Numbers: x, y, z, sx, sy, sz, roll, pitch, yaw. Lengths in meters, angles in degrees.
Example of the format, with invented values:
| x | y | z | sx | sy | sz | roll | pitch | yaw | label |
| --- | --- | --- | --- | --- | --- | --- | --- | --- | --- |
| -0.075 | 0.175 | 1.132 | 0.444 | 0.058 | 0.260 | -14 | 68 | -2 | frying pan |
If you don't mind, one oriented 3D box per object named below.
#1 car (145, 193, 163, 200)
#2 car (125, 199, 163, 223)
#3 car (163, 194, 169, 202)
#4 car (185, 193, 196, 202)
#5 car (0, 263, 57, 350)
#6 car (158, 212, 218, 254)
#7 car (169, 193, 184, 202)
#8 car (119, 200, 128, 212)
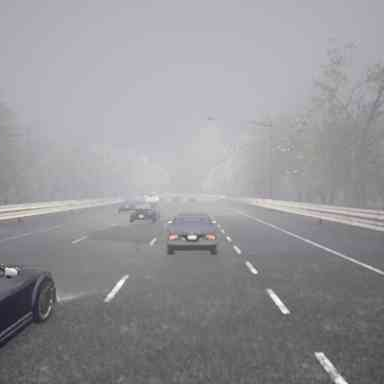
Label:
| x | y | z | sx | sy | sz | roll | pitch | yaw | label |
| --- | --- | --- | --- | --- | --- | --- | --- | --- | --- |
| -6.984 | 1.208 | 58.622 | 2.150 | 2.045 | 5.566 | 0 | 0 | 0 | car |
| -3.495 | 1.510 | 25.210 | 1.812 | 1.442 | 4.674 | 0 | 0 | 0 | car |
| -6.977 | 1.584 | 75.701 | 1.895 | 1.301 | 4.718 | 0 | 0 | 0 | car |
| 0.024 | 1.578 | 75.576 | 1.895 | 1.301 | 4.718 | 0 | 0 | 0 | car |
| -3.502 | 1.560 | 4.500 | 1.994 | 1.385 | 4.181 | 0 | 0 | 0 | car |
| 0.005 | 1.531 | 13.420 | 2.033 | 1.411 | 5.357 | 0 | 0 | 0 | car |
| -3.477 | 1.526 | 75.598 | 2.033 | 1.411 | 5.357 | 0 | 0 | 0 | car |
| -6.989 | 1.550 | 37.858 | 1.994 | 1.385 | 4.181 | 0 | 0 | 0 | car |
